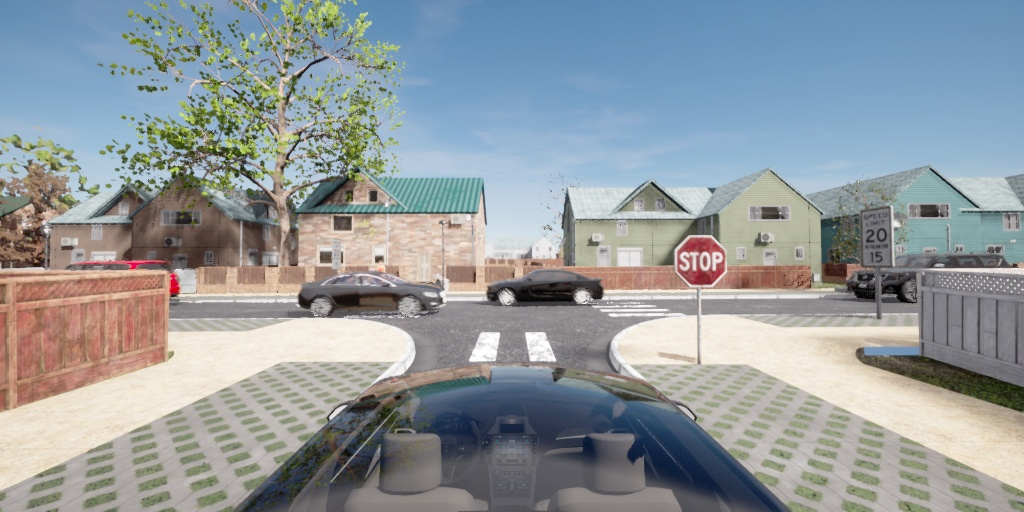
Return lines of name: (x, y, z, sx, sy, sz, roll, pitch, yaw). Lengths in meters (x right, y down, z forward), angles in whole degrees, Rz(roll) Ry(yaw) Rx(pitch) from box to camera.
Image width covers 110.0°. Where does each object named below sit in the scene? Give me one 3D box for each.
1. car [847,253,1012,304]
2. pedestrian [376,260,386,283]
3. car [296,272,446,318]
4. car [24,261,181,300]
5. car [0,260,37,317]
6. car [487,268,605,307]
car: (17.701, 0.905, 15.246, 5.566, 2.045, 2.150, 0, -1, 1)
pedestrian: (-6.756, 1.113, 18.412, 0.375, 1.860, 0.375, 0, -1, 1)
car: (-4.804, 1.296, 12.524, 4.902, 1.511, 2.128, -1, -1, 1)
car: (-17.909, 1.239, 15.712, 5.566, 2.045, 2.150, -1, -1, -1)
car: (-21.023, 1.199, 12.701, 5.566, 2.045, 2.150, -1, -1, 1)
car: (1.412, 1.302, 15.403, 5.008, 1.535, 1.882, 0, -1, 1)
